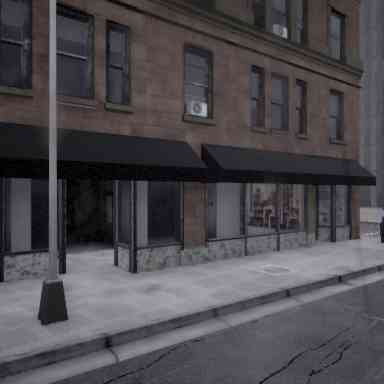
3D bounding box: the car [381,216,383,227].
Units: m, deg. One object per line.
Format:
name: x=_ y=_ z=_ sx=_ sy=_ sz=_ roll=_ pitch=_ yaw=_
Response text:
car: x=10.495 y=1.481 z=14.199 sx=1.882 sy=1.535 sz=5.008 roll=1 pitch=0 yaw=-11
